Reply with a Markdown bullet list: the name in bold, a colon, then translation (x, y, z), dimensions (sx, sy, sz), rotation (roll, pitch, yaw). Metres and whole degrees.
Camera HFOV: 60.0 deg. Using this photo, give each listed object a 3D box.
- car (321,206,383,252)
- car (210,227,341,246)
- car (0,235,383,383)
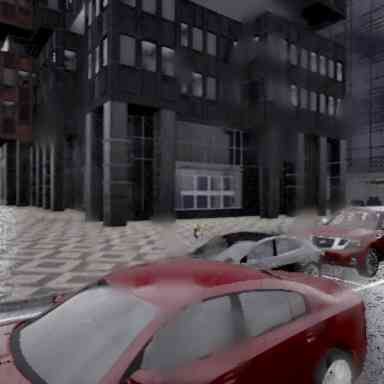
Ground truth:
- **car**: translation (5.604, 1.398, 10.638), dimensions (5.009, 1.841, 2.192), rotation (1, 0, -35)
- **car**: translation (1.182, 1.604, 7.491), dimensions (4.313, 1.339, 1.947), rotation (1, 0, -35)
- **car**: translation (-0.284, 1.487, 3.169), dimensions (5.008, 1.535, 1.882), rotation (1, 0, -36)
